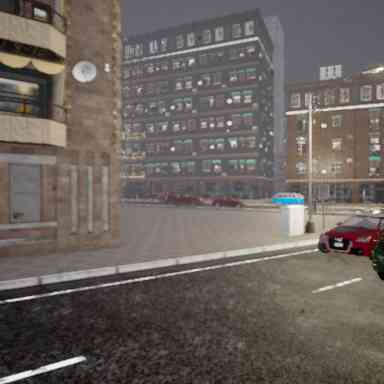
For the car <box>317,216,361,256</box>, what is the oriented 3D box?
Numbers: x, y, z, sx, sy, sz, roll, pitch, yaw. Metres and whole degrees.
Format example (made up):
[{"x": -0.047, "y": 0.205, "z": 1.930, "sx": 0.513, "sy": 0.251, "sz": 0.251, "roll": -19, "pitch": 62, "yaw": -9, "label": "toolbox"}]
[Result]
[{"x": 6.603, "y": 1.621, "z": 12.523, "sx": 4.181, "sy": 1.385, "sz": 1.994, "roll": 0, "pitch": 0, "yaw": -36, "label": "car"}]

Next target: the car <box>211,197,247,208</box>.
[{"x": 4.295, "y": 1.222, "z": 38.387, "sx": 4.206, "sy": 1.307, "sz": 1.802, "roll": 1, "pitch": -1, "yaw": 23, "label": "car"}]

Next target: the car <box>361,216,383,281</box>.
[{"x": 7.007, "y": 1.272, "z": 8.783, "sx": 5.566, "sy": 2.045, "sz": 2.150, "roll": 1, "pitch": 0, "yaw": -36, "label": "car"}]

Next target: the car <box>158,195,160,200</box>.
[{"x": -2.709, "y": 0.723, "z": 50.458, "sx": 5.009, "sy": 1.841, "sz": 2.192, "roll": 1, "pitch": 0, "yaw": 23, "label": "car"}]

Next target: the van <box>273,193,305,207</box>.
[{"x": 12.848, "y": 1.049, "z": 43.870, "sx": 3.998, "sy": 1.788, "sz": 1.690, "roll": 1, "pitch": 0, "yaw": 23, "label": "van"}]

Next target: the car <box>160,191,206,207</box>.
[{"x": -0.885, "y": 0.855, "z": 40.586, "sx": 5.009, "sy": 1.841, "sz": 2.192, "roll": 1, "pitch": -1, "yaw": 23, "label": "car"}]
